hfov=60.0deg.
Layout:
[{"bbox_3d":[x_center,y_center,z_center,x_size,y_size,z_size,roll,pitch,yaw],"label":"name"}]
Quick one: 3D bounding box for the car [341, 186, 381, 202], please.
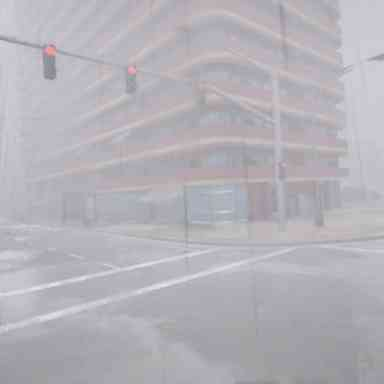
[{"bbox_3d":[22.375,0.180,44.377,2.150,2.045,5.566,-3,0,-13],"label":"car"}]
